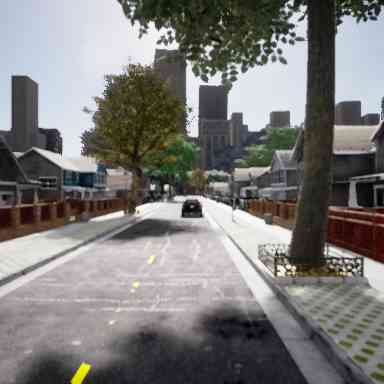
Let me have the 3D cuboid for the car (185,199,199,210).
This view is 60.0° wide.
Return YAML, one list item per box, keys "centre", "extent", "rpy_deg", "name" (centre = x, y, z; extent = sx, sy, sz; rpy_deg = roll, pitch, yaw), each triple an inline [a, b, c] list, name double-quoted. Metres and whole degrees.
- centre: [0.032, 1.725, 46.380]
  extent: [1.895, 1.301, 4.718]
  rpy_deg: [0, 0, 0]
  name: "car"

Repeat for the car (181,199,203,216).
- centre: [0.003, 1.439, 33.311]
  extent: [2.097, 1.767, 4.553]
  rpy_deg: [0, 0, 0]
  name: "car"
